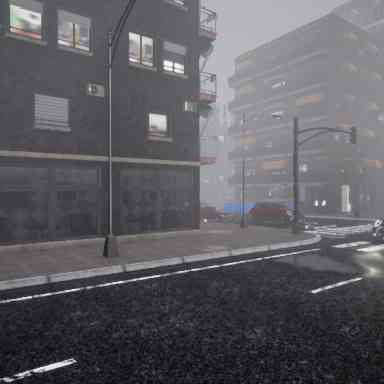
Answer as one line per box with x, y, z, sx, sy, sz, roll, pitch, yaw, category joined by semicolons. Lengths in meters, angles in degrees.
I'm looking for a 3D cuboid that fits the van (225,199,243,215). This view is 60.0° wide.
5.297;1.676;38.079;1.690;1.788;3.998;-1;0;-36;van

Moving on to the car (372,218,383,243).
9.990;1.392;14.766;4.553;1.767;2.097;2;-1;-35;car

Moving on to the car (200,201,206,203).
0.695;1.707;34.586;2.097;1.767;4.553;0;-1;-36;car

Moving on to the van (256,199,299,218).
8.603;1.602;33.556;1.690;1.788;3.998;-1;0;-36;van

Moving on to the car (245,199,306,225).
6.682;1.574;26.417;2.097;1.767;4.553;0;-1;-36;car

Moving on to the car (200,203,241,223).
1.852;1.874;28.654;1.802;1.307;4.206;-1;0;-36;car
